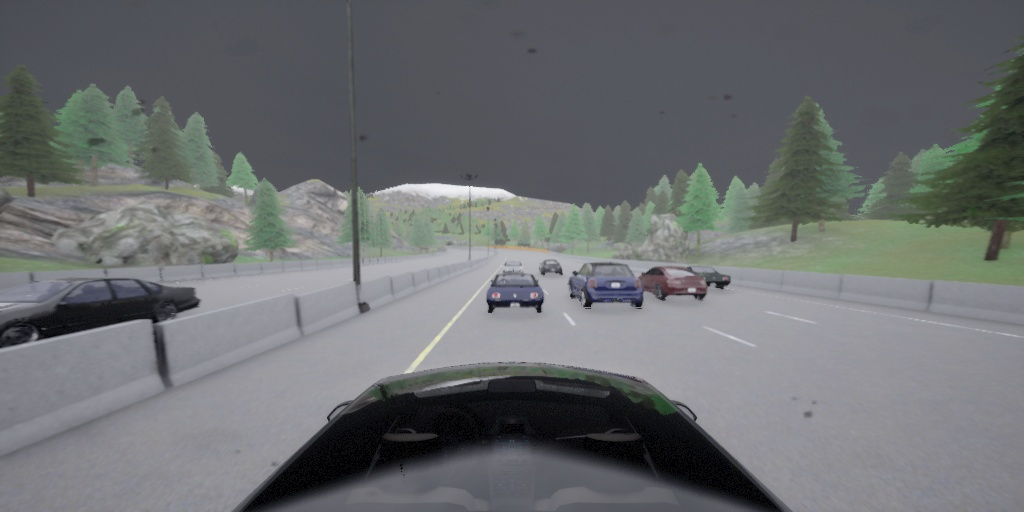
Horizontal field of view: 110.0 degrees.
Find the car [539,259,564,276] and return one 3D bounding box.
[{"bbox_3d":[3.604,1.039,33.723,1.812,1.442,4.674,0,0,0],"label":"car"}]

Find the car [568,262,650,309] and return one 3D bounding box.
[{"bbox_3d":[3.602,1.006,14.568,2.097,1.767,4.553,0,0,0],"label":"car"}]

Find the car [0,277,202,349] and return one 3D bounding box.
[{"bbox_3d":[-10.591,1.241,8.725,2.033,1.411,5.357,0,0,0],"label":"car"}]

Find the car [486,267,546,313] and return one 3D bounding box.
[{"bbox_3d":[0.101,1.262,13.528,1.895,1.301,4.718,0,0,0],"label":"car"}]

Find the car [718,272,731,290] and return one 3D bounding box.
[{"bbox_3d":[10.602,1.208,21.111,1.895,1.301,4.718,0,0,0],"label":"car"}]

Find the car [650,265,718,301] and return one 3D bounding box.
[{"bbox_3d":[7.101,1.167,16.450,1.812,1.442,4.674,0,0,0],"label":"car"}]

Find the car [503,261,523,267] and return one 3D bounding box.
[{"bbox_3d":[0.103,1.120,32.680,1.895,1.301,4.718,0,0,0],"label":"car"}]
